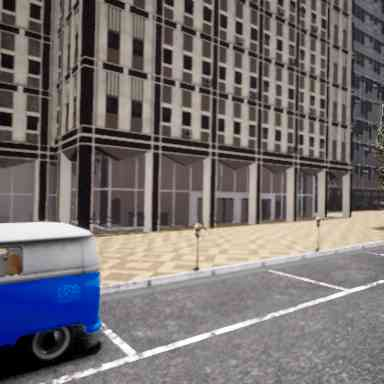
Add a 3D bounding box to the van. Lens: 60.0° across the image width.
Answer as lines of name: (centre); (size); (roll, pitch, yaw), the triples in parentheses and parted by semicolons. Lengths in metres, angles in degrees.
van: (-3.194, 1.339, 4.260); (3.998, 1.788, 1.690); (1, 1, -35)
